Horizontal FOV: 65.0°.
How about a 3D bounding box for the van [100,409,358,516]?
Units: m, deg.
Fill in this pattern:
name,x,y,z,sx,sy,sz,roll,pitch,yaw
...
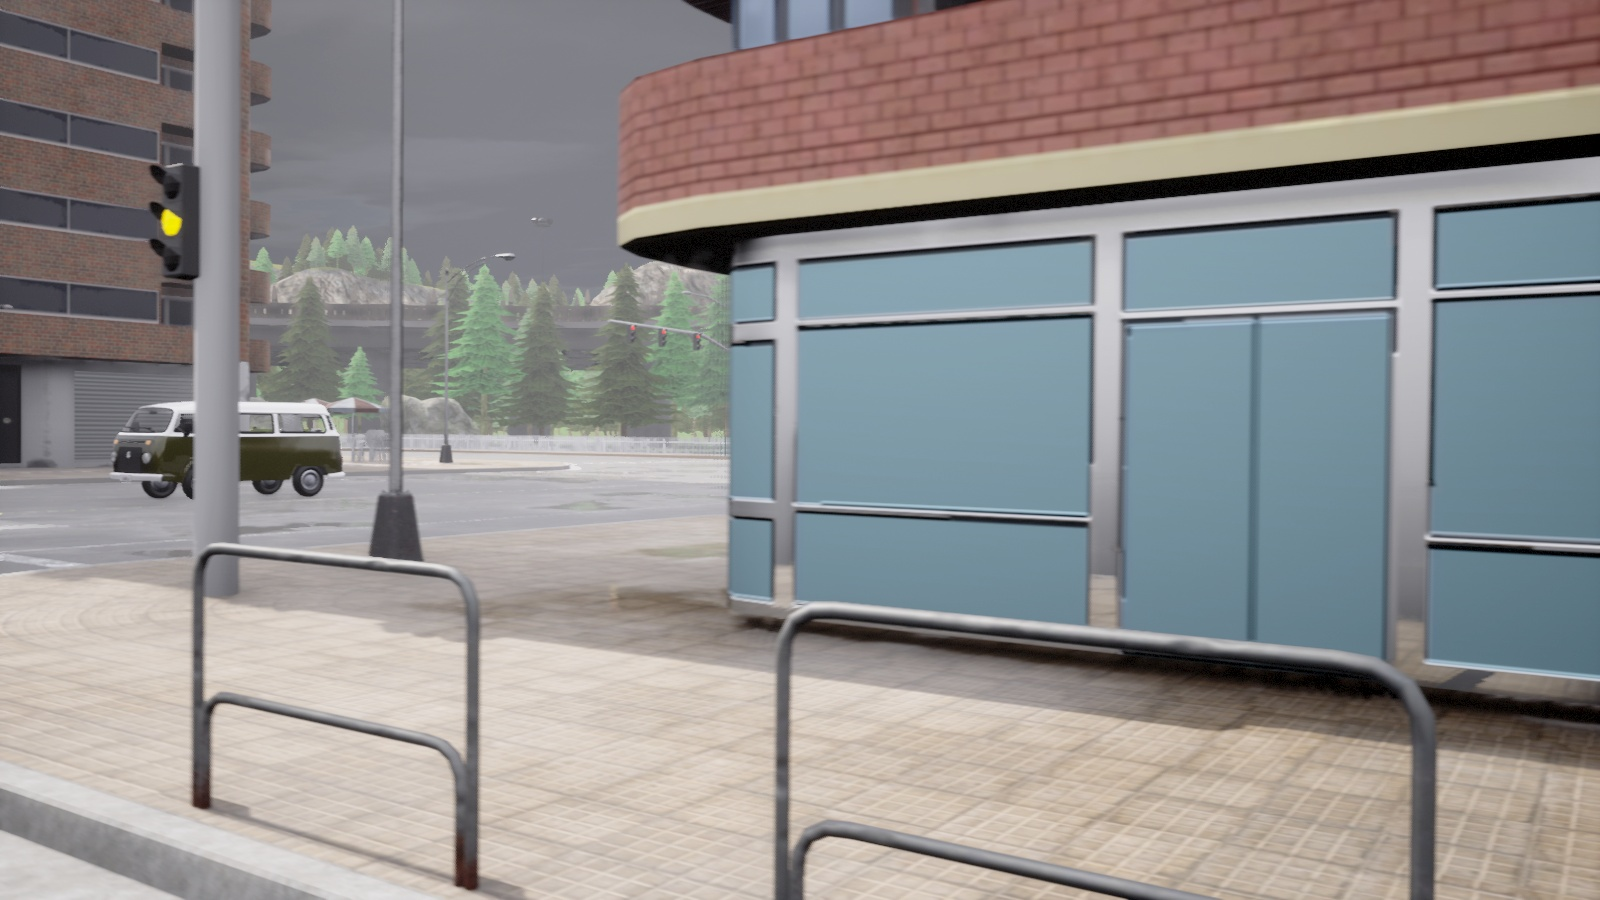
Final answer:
name,x,y,z,sx,sy,sz,roll,pitch,yaw
van,-11.844,0.203,26.336,2.069,2.038,4.480,0,1,34
